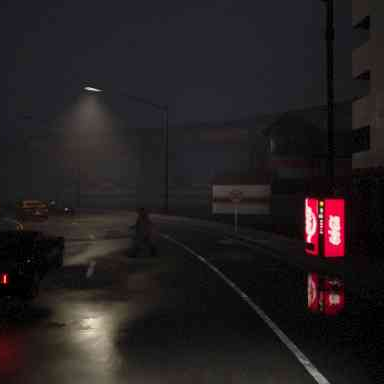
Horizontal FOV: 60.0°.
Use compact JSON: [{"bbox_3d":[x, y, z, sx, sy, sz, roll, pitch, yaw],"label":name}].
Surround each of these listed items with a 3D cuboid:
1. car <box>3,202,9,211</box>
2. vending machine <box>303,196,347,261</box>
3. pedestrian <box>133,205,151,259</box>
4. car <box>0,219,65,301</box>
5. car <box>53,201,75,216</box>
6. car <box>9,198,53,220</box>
[{"bbox_3d":[-19.849,1.491,38.460,4.902,1.511,2.128,0,0,33],"label":"car"},{"bbox_3d":[4.520,1.195,11.353,1.100,2.100,0.880,0,0,-13],"label":"vending machine"},{"bbox_3d":[-1.699,1.294,11.268,0.375,1.860,0.375,0,0,-14],"label":"pedestrian"},{"bbox_3d":[-4.426,1.601,8.108,1.895,1.301,4.718,0,0,-11],"label":"car"},{"bbox_3d":[-12.980,1.563,32.293,1.994,1.385,4.181,0,0,-42],"label":"car"},{"bbox_3d":[-13.571,1.477,27.815,1.882,1.535,5.008,0,0,-38],"label":"car"}]
